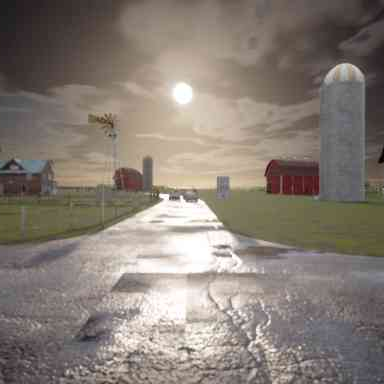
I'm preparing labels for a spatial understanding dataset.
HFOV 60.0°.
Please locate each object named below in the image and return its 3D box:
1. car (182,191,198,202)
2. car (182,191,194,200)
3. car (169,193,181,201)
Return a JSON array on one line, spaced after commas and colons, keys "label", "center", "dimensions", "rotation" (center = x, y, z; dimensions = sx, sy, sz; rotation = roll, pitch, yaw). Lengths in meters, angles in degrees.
[{"label": "car", "center": [-0.079, 0.769, 53.999], "dimensions": [2.128, 1.511, 4.902], "rotation": [0, 1, -2]}, {"label": "car", "center": [-0.748, 0.636, 64.107], "dimensions": [1.837, 1.490, 4.892], "rotation": [0, 1, -6]}, {"label": "car", "center": [-3.019, 0.782, 58.096], "dimensions": [1.994, 1.385, 4.181], "rotation": [0, 1, -2]}]
